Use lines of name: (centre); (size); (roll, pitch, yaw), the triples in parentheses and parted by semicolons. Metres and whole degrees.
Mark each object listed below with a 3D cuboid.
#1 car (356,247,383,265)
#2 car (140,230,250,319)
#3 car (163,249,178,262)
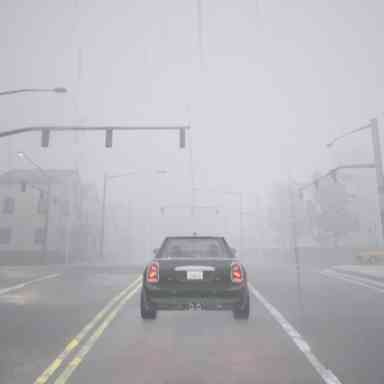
car: (16.475, 5.355, 28.104); (5.008, 1.535, 1.882); (0, -11, 1)
car: (0.065, 1.805, 8.275); (2.097, 1.767, 4.553); (0, -7, 0)
car: (-3.616, 10.843, 56.918); (2.150, 2.045, 5.566); (0, -12, 0)
